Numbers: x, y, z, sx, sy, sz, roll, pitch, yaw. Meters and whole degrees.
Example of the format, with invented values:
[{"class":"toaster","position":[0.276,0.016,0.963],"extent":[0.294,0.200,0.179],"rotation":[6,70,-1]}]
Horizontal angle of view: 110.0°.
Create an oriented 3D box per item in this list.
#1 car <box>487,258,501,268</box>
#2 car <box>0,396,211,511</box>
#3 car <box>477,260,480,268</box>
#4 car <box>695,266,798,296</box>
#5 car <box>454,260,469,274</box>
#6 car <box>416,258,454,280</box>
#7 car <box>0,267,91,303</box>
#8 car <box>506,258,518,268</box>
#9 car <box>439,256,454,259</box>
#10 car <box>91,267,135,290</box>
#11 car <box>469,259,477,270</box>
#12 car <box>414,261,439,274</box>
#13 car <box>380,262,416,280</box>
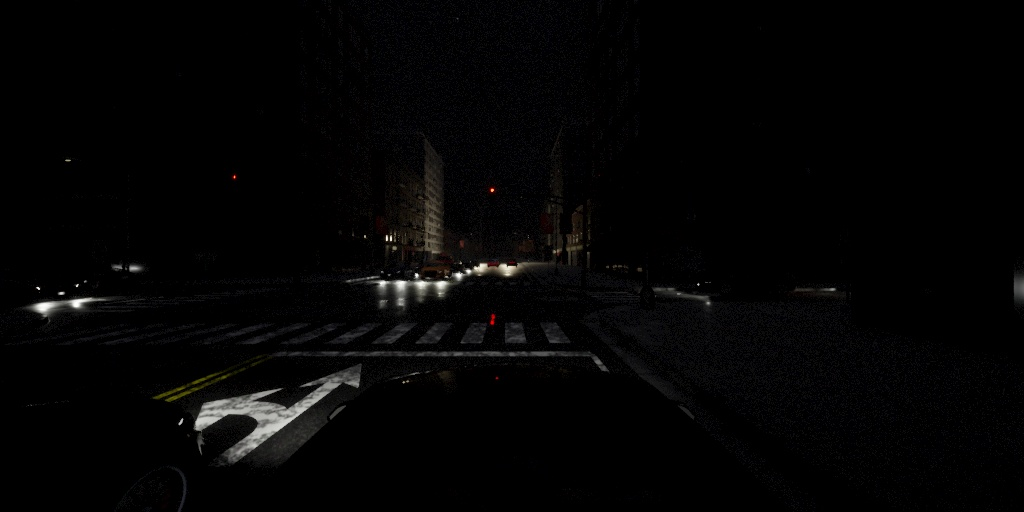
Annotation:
[{"class":"car","position":[-3.268,1.341,62.641],"extent":[1.895,1.301,4.718],"rotation":[0,0,0]},{"class":"car","position":[-3.244,1.276,0.782],"extent":[1.812,1.442,4.674],"rotation":[0,0,0]},{"class":"car","position":[-6.573,1.287,62.066],"extent":[2.033,1.411,5.357],"rotation":[0,0,0]},{"class":"car","position":[12.452,1.294,19.242],"extent":[4.892,1.490,1.837],"rotation":[0,0,2]},{"class":"car","position":[-6.612,1.311,41.866],"extent":[1.994,1.385,4.181],"rotation":[0,0,0]},{"class":"car","position":[-6.607,1.227,31.332],"extent":[1.882,1.535,5.008],"rotation":[0,0,0]},{"class":"car","position":[-22.901,1.291,16.125],"extent":[5.357,1.411,2.033],"rotation":[0,0,0]},{"class":"car","position":[-0.018,1.245,62.195],"extent":[1.837,1.490,4.892],"rotation":[0,0,0]},{"class":"car","position":[-9.858,0.964,53.253],"extent":[2.150,2.045,5.566],"rotation":[0,0,0]},{"class":"car","position":[-25.380,1.330,21.622],"extent":[4.313,1.339,1.948],"rotation":[0,0,0]},{"class":"car","position":[-6.606,1.307,51.696],"extent":[1.994,1.385,4.181],"rotation":[0,0,0]},{"class":"car","position":[-9.858,1.272,41.782],"extent":[1.812,1.442,4.674],"rotation":[0,0,0]},{"class":"car","position":[-9.857,1.274,31.138],"extent":[1.812,1.442,4.674],"rotation":[0,0,0]}]
